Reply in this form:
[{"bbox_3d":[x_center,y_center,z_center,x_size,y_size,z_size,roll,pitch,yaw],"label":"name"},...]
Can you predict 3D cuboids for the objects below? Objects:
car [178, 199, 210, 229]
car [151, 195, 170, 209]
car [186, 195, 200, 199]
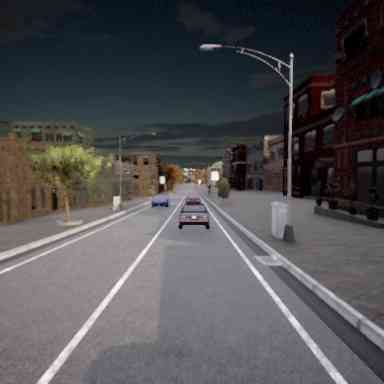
[{"bbox_3d":[0.115,1.405,20.696,2.033,1.411,5.357,0,1,0],"label":"car"},{"bbox_3d":[-3.556,1.043,38.298,1.882,1.535,5.008,0,1,0],"label":"car"},{"bbox_3d":[0.139,1.075,42.966,1.895,1.301,4.718,0,1,0],"label":"car"}]
